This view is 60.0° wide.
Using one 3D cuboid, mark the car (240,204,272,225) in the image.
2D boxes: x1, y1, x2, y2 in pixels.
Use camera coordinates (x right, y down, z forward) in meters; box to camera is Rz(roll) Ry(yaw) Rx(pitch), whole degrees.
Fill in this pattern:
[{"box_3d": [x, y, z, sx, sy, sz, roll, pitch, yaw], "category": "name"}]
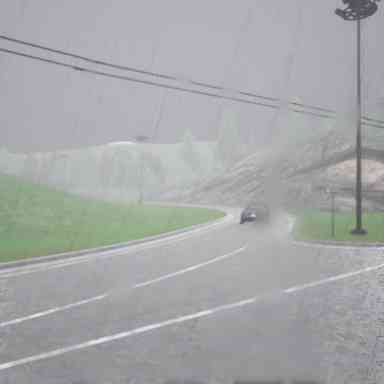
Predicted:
[{"box_3d": [4.820, 1.570, 24.656, 1.994, 1.385, 4.181, 0, 0, 17], "category": "car"}]
